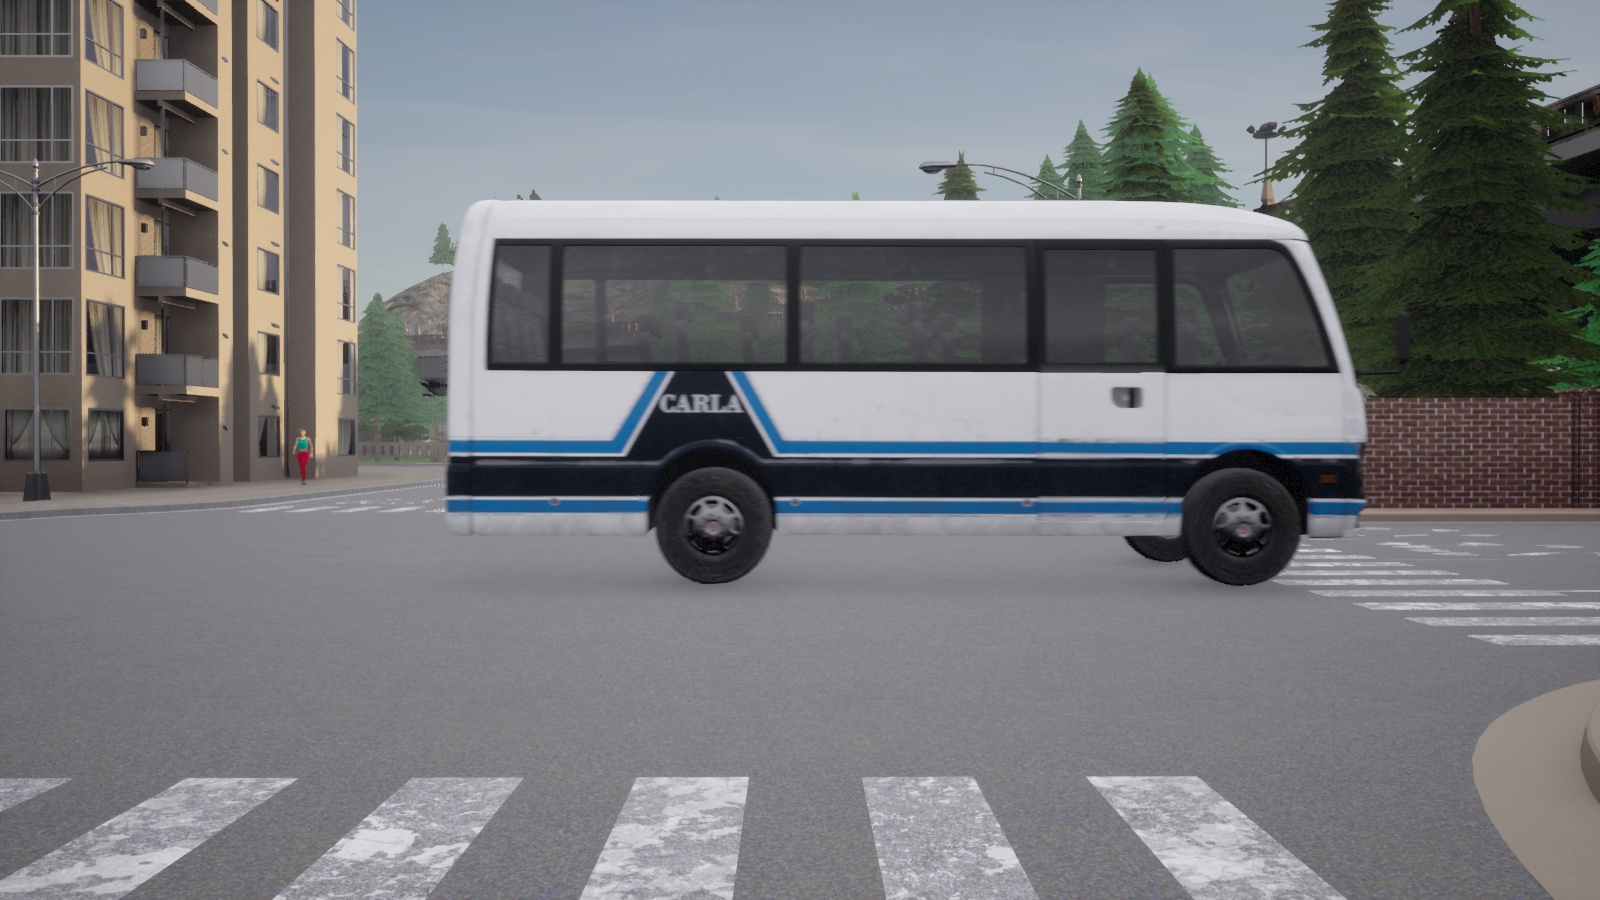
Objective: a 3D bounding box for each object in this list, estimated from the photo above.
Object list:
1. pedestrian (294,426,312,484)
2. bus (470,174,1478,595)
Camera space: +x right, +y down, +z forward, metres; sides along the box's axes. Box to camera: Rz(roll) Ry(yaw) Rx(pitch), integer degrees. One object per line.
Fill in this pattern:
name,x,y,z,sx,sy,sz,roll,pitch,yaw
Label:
pedestrian,-15.826,0.162,39.983,0.345,1.836,0.594,0,0,1
bus,1.768,-0.683,14.805,10.273,4.253,3.944,0,0,0
